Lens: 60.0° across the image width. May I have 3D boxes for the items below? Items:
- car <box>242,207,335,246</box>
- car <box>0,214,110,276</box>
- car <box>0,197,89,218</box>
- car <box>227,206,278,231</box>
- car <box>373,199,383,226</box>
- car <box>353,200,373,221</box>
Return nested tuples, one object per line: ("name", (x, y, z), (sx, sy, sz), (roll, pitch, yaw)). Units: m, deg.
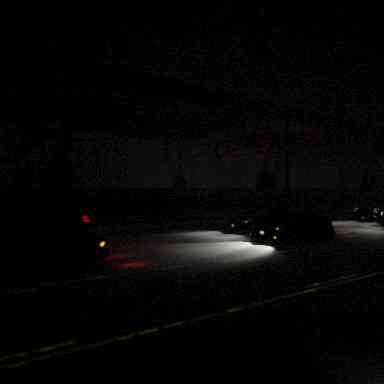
("car", (4.662, 1.564, 15.357), (4.181, 1.385, 1.994), (0, 0, -33))
("car", (-5.003, 1.547, 8.959), (5.357, 1.411, 2.033), (0, 0, -35))
("car", (-6.579, 1.222, 12.222), (5.566, 2.045, 2.150), (0, 0, -33))
("car", (4.151, 1.526, 19.196), (4.674, 1.442, 1.812), (0, 0, -33))
("car", (14.131, 1.352, 21.506), (4.553, 1.767, 2.097), (0, 0, -33))
("car", (14.610, 1.351, 25.968), (4.553, 1.767, 2.097), (0, 0, -33))
